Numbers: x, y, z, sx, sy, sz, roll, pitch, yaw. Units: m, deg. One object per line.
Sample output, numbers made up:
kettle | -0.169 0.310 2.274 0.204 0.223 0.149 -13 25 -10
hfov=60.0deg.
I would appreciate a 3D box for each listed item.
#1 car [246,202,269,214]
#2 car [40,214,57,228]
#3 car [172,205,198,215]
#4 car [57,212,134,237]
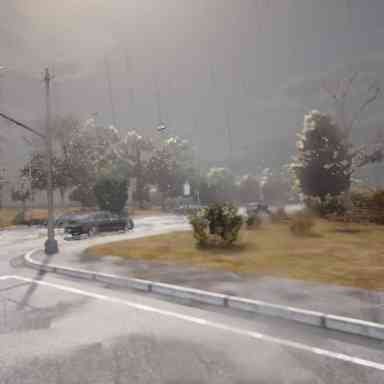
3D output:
car | 8.873 2.124 44.863 2.128 1.511 4.902 -3 -2 32
car | -12.125 2.594 31.531 1.994 1.385 4.181 -3 -2 33
car | -0.962 2.593 49.081 1.882 1.535 5.008 -3 -2 32
car | -5.921 2.048 21.765 1.837 1.490 4.892 -3 -2 34
